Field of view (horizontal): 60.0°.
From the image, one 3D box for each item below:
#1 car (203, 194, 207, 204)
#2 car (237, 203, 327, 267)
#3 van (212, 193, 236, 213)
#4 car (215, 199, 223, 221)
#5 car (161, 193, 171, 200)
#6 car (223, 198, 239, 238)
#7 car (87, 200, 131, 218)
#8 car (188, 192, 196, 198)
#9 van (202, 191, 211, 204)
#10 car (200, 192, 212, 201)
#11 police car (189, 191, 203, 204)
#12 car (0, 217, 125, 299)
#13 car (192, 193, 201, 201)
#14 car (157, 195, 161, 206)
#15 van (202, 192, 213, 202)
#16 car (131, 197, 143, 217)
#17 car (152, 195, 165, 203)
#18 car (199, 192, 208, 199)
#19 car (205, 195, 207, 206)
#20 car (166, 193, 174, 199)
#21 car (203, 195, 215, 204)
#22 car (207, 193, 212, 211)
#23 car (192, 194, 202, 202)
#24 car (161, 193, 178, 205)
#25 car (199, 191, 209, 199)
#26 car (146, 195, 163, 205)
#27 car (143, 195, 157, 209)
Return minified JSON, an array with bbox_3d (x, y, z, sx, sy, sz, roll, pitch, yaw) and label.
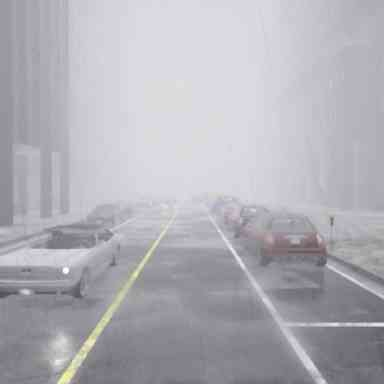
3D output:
[{"bbox_3d":[2.864,1.259,45.000,1.947,1.339,4.313,0,0,0],"label":"car"},{"bbox_3d":[2.855,1.363,11.108,1.967,1.590,4.097,0,0,0],"label":"car"},{"bbox_3d":[2.858,1.148,28.053,1.690,1.788,3.998,0,0,0],"label":"van"},{"bbox_3d":[2.858,1.390,22.406,1.887,1.381,4.507,0,0,0],"label":"car"},{"bbox_3d":[-5.654,1.046,73.242,1.887,1.381,4.507,0,0,0],"label":"car"},{"bbox_3d":[2.856,1.324,16.756,1.967,1.590,4.097,0,0,0],"label":"car"},{"bbox_3d":[-5.667,1.411,22.403,1.947,1.339,4.313,0,0,0],"label":"car"},{"bbox_3d":[0.022,0.764,88.256,2.128,1.511,4.902,0,0,0],"label":"car"},{"bbox_3d":[2.863,0.996,50.647,1.690,1.788,3.998,0,0,0],"label":"van"},{"bbox_3d":[2.868,0.856,67.592,2.192,1.841,5.009,0,0,0],"label":"car"},{"bbox_3d":[0.913,1.064,52.984,1.930,1.638,5.238,0,0,0],"label":"police car"},{"bbox_3d":[-3.097,1.542,8.407,1.895,1.301,4.718,0,0,0],"label":"car"},{"bbox_3d":[0.917,1.038,68.873,1.837,1.490,4.892,0,0,0],"label":"car"},{"bbox_3d":[-5.662,1.132,44.998,1.967,1.590,4.097,0,0,0],"label":"car"},{"bbox_3d":[2.866,0.920,61.943,1.690,1.788,3.998,0,0,0],"label":"van"},{"bbox_3d":[-5.665,1.351,28.052,1.887,1.381,4.507,0,0,0],"label":"car"},{"bbox_3d":[-5.659,1.198,56.295,1.802,1.307,4.206,0,0,0],"label":"car"},{"bbox_3d":[2.873,0.860,84.538,1.967,1.590,4.097,0,0,0],"label":"car"},{"bbox_3d":[2.862,1.275,39.351,1.887,1.381,4.507,0,0,0],"label":"car"},{"bbox_3d":[-5.651,1.001,84.540,1.802,1.307,4.206,0,0,0],"label":"car"},{"bbox_3d":[2.866,1.162,56.297,1.887,1.381,4.507,0,0,0],"label":"car"},{"bbox_3d":[2.860,1.209,33.702,1.967,1.590,4.097,0,0,0],"label":"car"},{"bbox_3d":[0.916,1.078,62.874,1.837,1.490,4.892,0,0,0],"label":"car"},{"bbox_3d":[-3.067,1.166,49.438,1.837,1.490,4.892,0,1,0],"label":"car"},{"bbox_3d":[2.871,0.776,78.889,2.192,1.841,5.009,0,0,0],"label":"car"},{"bbox_3d":[-5.660,1.205,50.647,2.008,1.369,4.403,0,0,0],"label":"car"},{"bbox_3d":[-5.663,1.281,39.349,2.008,1.369,4.403,0,0,0],"label":"car"}]
